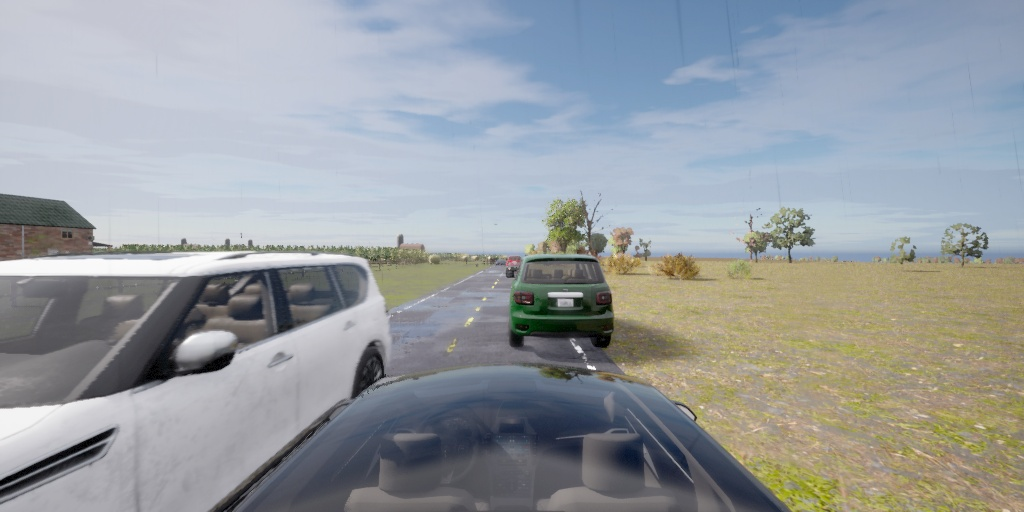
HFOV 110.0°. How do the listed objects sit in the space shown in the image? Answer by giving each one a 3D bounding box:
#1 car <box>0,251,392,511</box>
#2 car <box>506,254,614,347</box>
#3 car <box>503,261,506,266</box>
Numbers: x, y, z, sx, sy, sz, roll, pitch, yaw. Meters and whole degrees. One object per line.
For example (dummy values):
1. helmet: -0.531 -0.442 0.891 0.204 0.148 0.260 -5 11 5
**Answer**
1. car: -2.734 0.971 2.749 2.150 2.045 5.566 0 0 0
2. car: 1.028 0.973 9.427 2.150 2.045 5.566 0 0 0
3. car: 0.360 1.344 38.465 1.895 1.301 4.718 0 0 1
